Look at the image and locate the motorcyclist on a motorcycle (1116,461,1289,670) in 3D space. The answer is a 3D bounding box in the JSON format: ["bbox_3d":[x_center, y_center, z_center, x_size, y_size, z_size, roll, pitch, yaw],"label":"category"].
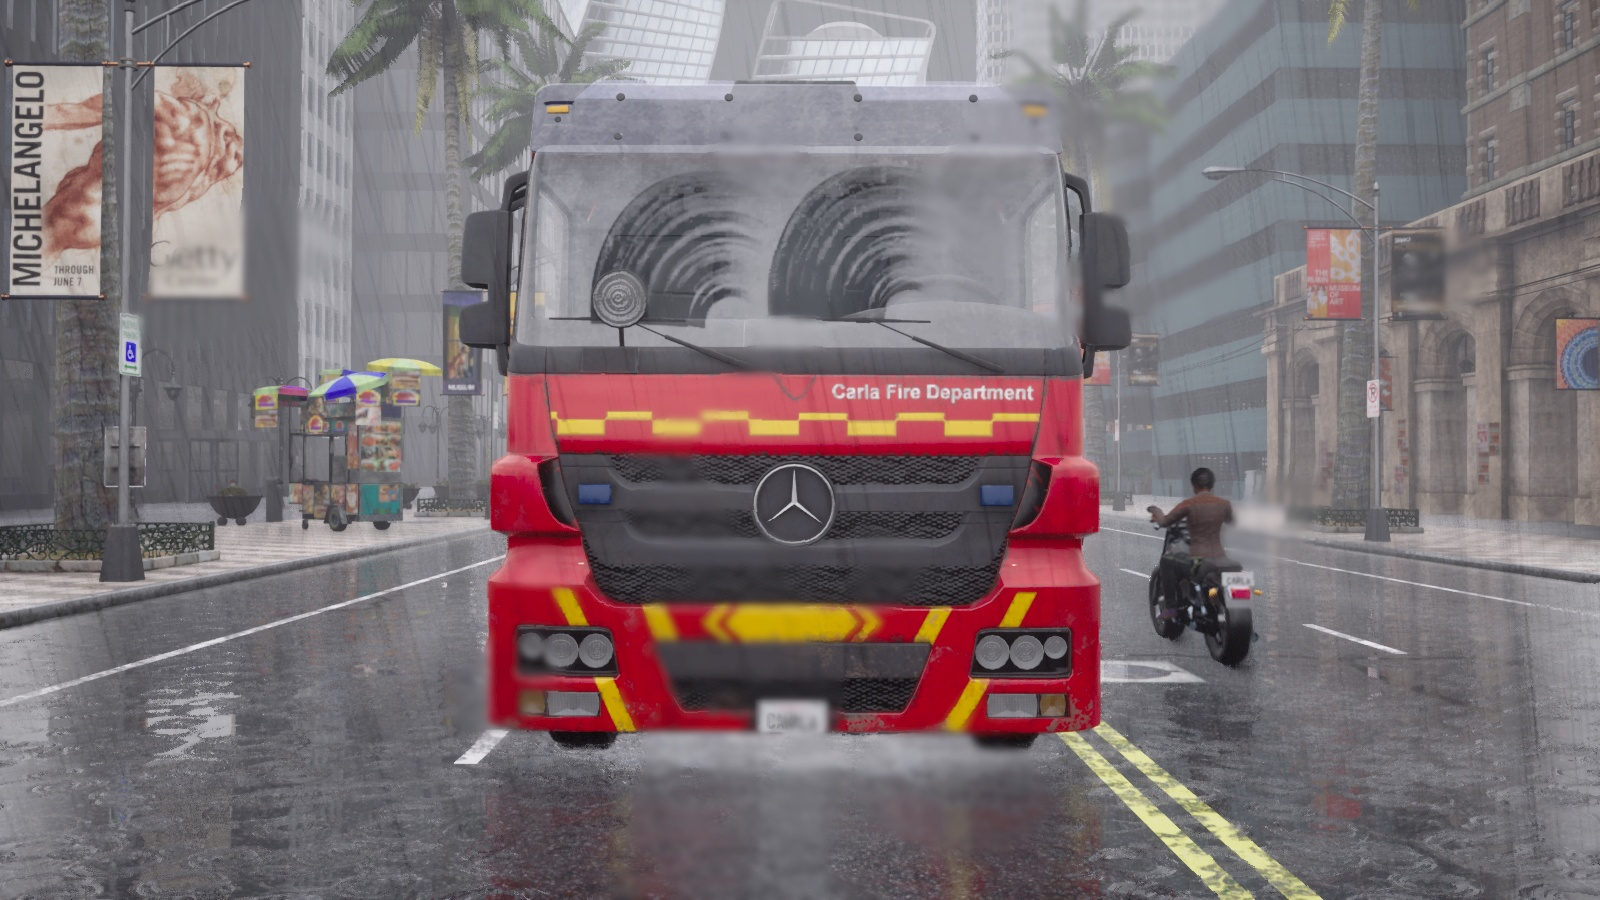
[{"bbox_3d":[3.479,0.937,11.107,0.766,1.649,2.350,0,-1,0],"label":"motorcyclist on a motorcycle"}]

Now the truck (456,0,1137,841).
[{"bbox_3d":[-0.025,-0.189,9.594,2.891,3.827,8.468,0,-1,0],"label":"truck"}]
